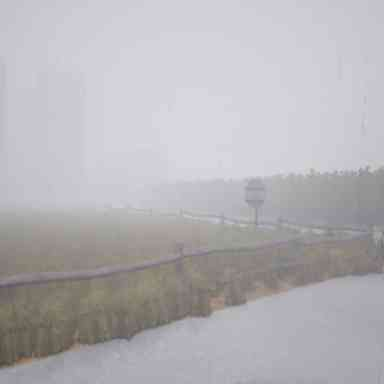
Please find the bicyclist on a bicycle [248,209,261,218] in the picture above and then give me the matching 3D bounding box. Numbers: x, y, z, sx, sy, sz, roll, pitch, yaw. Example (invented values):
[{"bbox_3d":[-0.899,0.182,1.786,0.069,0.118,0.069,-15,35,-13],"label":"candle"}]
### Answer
[{"bbox_3d":[5.670,1.540,29.932,1.656,1.620,0.582,0,0,-36],"label":"bicyclist on a bicycle"}]
